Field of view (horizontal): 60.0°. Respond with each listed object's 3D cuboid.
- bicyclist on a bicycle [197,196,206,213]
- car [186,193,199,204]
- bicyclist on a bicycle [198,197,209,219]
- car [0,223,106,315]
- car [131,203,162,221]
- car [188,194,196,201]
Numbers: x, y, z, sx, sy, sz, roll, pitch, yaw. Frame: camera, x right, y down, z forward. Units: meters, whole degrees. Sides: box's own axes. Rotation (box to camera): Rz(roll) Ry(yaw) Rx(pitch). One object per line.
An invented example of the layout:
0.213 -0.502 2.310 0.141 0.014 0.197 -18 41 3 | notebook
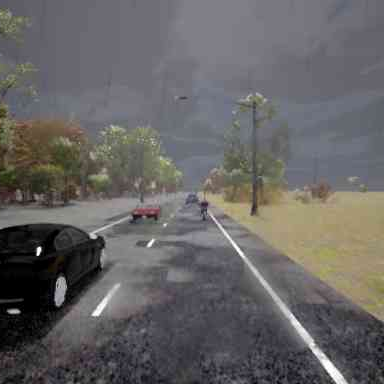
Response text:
0.991 1.278 34.300 0.866 1.612 1.509 0 0 0 | bicyclist on a bicycle
0.094 1.091 57.053 2.097 1.767 4.553 0 0 0 | car
0.972 1.254 25.117 0.659 1.776 1.843 0 0 0 | bicyclist on a bicycle
-3.398 1.442 7.643 1.882 1.535 5.008 0 0 0 | car
-3.396 1.481 25.950 1.895 1.301 4.718 0 0 0 | car
0.017 1.160 74.655 1.837 1.490 4.892 0 0 0 | car
